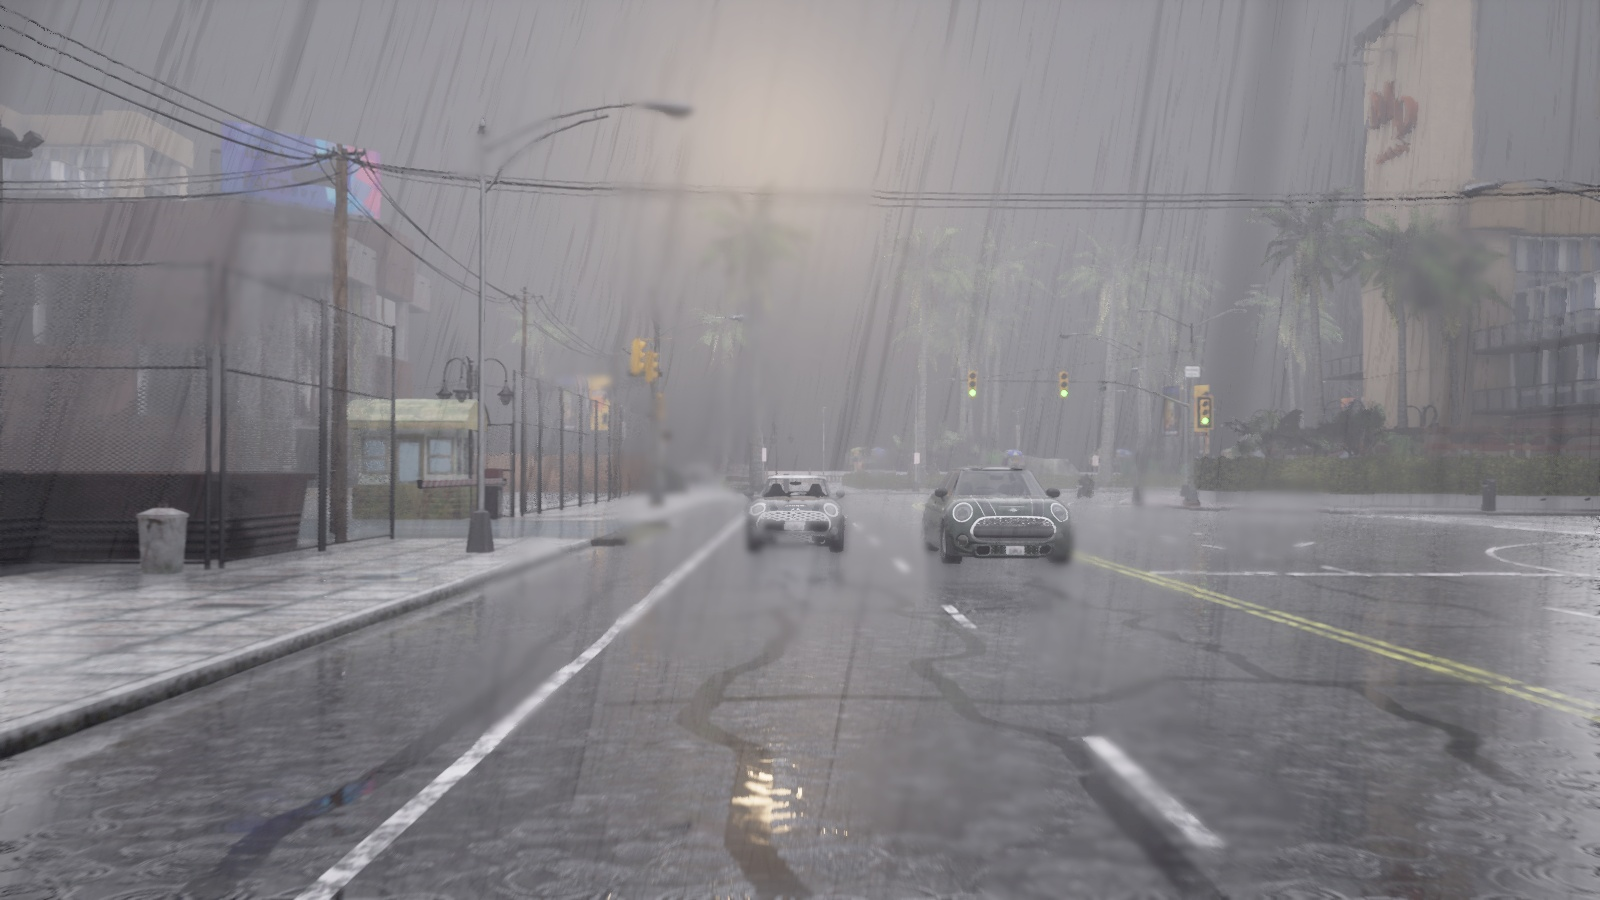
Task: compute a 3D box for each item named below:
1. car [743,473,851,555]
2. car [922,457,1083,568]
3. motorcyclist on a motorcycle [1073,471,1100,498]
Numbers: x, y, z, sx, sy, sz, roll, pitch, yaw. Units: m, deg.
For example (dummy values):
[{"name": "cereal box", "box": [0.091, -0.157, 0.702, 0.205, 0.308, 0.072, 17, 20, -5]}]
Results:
[{"name": "car", "box": [-0.058, 1.196, 24.806, 1.970, 1.475, 3.806, 0, -1, 0]}, {"name": "car", "box": [3.447, 1.033, 22.294, 2.097, 1.767, 4.553, 0, -1, 0]}, {"name": "motorcyclist on a motorcycle", "box": [16.901, 2.022, 74.045, 0.866, 1.530, 2.191, 0, -1, 33]}]
